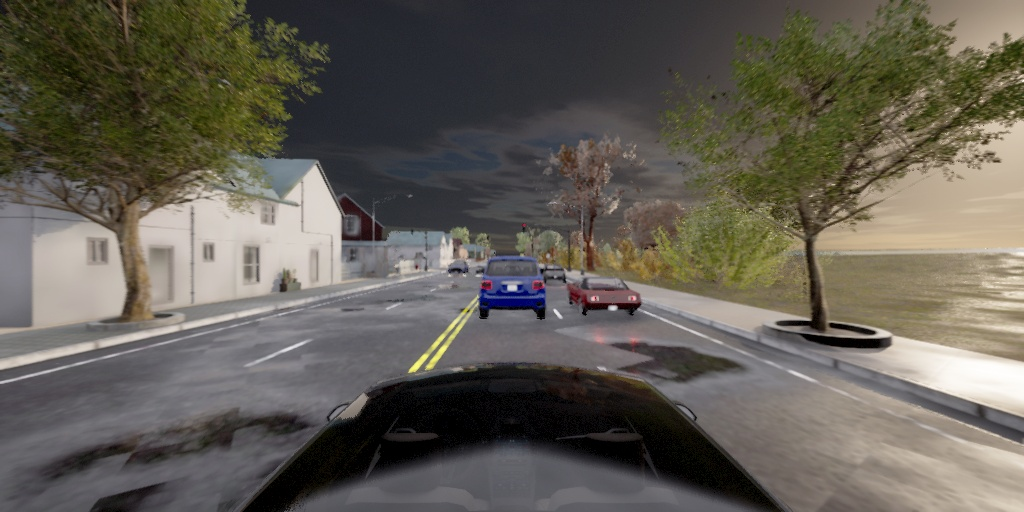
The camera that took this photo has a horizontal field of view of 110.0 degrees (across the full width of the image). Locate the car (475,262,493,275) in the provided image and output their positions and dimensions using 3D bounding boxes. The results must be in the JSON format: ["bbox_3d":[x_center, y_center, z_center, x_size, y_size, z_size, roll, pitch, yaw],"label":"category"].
[{"bbox_3d":[-3.300,1.484,43.533,1.812,1.442,4.674,0,-1,0],"label":"car"}]

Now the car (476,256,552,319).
[{"bbox_3d":[0.030,1.035,13.271,2.150,2.045,5.566,0,0,0],"label":"car"}]

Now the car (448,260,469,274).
[{"bbox_3d":[-6.544,1.313,44.309,2.097,1.767,4.553,0,0,1],"label":"car"}]

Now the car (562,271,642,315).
[{"bbox_3d":[3.286,1.415,13.822,1.895,1.301,4.718,0,0,1],"label":"car"}]

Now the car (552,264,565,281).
[{"bbox_3d":[3.293,1.385,29.421,2.128,1.511,4.902,0,0,1],"label":"car"}]
